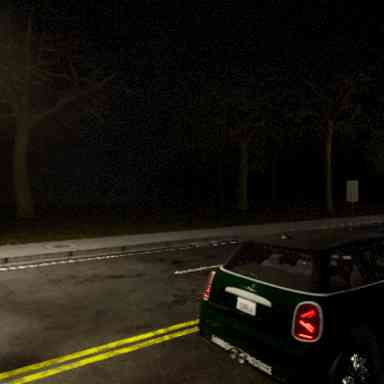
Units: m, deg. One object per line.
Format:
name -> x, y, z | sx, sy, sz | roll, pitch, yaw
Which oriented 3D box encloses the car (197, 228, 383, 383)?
car -> 2.363, 1.353, 5.124 | 4.553, 1.767, 2.097 | 0, 0, -36
